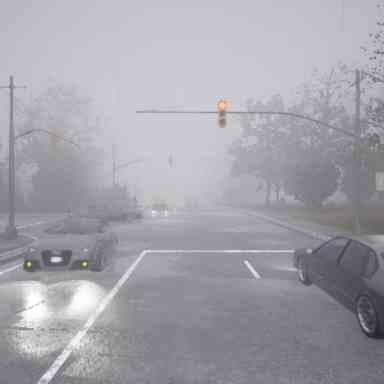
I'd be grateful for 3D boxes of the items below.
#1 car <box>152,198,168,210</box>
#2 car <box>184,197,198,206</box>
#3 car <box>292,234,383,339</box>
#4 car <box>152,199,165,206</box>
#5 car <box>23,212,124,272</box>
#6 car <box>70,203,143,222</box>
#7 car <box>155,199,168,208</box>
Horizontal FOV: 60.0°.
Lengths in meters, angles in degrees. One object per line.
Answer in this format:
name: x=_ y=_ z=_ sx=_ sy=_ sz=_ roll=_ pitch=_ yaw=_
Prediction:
car: x=-4.138 y=1.559 z=43.881 sx=1.882 sy=1.535 sz=5.008 roll=0 pitch=-1 yaw=-3
car: x=-0.197 y=1.873 z=68.768 sx=2.097 sy=1.767 sz=4.553 roll=0 pitch=-1 yaw=-12
car: x=3.591 y=1.547 z=6.501 sx=2.033 sy=1.411 sz=5.357 roll=0 pitch=0 yaw=0
car: x=-6.638 y=2.020 z=65.071 sx=2.033 sy=1.411 sz=5.357 roll=0 pitch=-1 yaw=-10
car: x=-3.597 y=1.564 z=10.620 sx=1.994 sy=1.385 sz=4.181 roll=0 pitch=0 yaw=-3
car: x=-6.402 y=1.555 z=24.784 sx=5.357 sy=1.411 sz=2.033 roll=0 pitch=0 yaw=-22
car: x=-5.010 y=1.786 z=54.393 sx=2.033 sy=1.411 sz=5.357 roll=0 pitch=-1 yaw=-7
